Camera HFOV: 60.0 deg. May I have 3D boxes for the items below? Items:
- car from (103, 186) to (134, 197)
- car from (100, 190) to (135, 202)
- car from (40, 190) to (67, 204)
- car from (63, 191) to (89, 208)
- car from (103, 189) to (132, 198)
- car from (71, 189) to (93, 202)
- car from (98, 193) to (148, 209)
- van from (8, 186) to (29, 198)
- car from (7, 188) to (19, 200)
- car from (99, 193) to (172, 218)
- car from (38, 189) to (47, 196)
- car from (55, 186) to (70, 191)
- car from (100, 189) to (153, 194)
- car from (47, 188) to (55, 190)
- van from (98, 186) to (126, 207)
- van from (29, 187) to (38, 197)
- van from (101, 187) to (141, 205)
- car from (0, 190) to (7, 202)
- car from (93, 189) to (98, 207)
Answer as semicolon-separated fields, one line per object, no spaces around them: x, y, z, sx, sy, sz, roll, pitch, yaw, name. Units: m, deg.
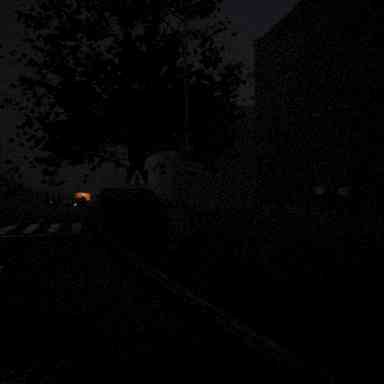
-13.830;-0.196;63.051;5.566;2.045;2.435;0;1;-9;car
-10.494;0.531;46.891;4.792;1.488;2.163;-1;2;-13;car
-17.064;0.794;41.245;1.895;1.301;4.718;-1;2;-13;car
-12.302;0.924;35.478;1.895;1.301;4.718;-1;1;-16;car
-12.844;0.225;57.683;4.792;1.488;2.163;-1;2;-10;car
-14.908;0.421;45.588;2.097;1.767;4.553;-1;2;-14;car
-7.016;0.858;33.828;4.792;1.488;2.163;-1;1;-16;car
-29.135;0.114;54.936;1.878;1.987;4.442;-1;1;-10;van
-28.077;0.515;49.588;2.163;1.488;4.792;-1;2;-11;car
-3.796;1.051;23.327;4.892;1.521;2.231;-1;1;-17;car
-30.964;0.131;65.998;2.002;1.452;4.674;-1;1;-8;car
-32.912;-0.369;82.467;2.435;2.045;5.566;-1;0;-4;car
-4.564;0.870;25.970;4.553;1.767;2.185;-1;1;-17;car
-31.719;0.040;71.489;2.002;1.452;4.674;-1;1;-7;car
-5.510;0.717;28.561;4.442;1.987;1.878;-1;1;-17;van
-30.110;-0.020;60.387;1.878;1.987;4.442;-1;1;-9;van
-8.325;0.479;38.987;4.442;1.987;1.878;-1;1;-15;van
-26.894;0.627;44.225;2.097;1.535;5.008;-1;2;-13;car
-6.177;0.635;31.226;5.566;2.045;2.435;-1;1;-17;car
